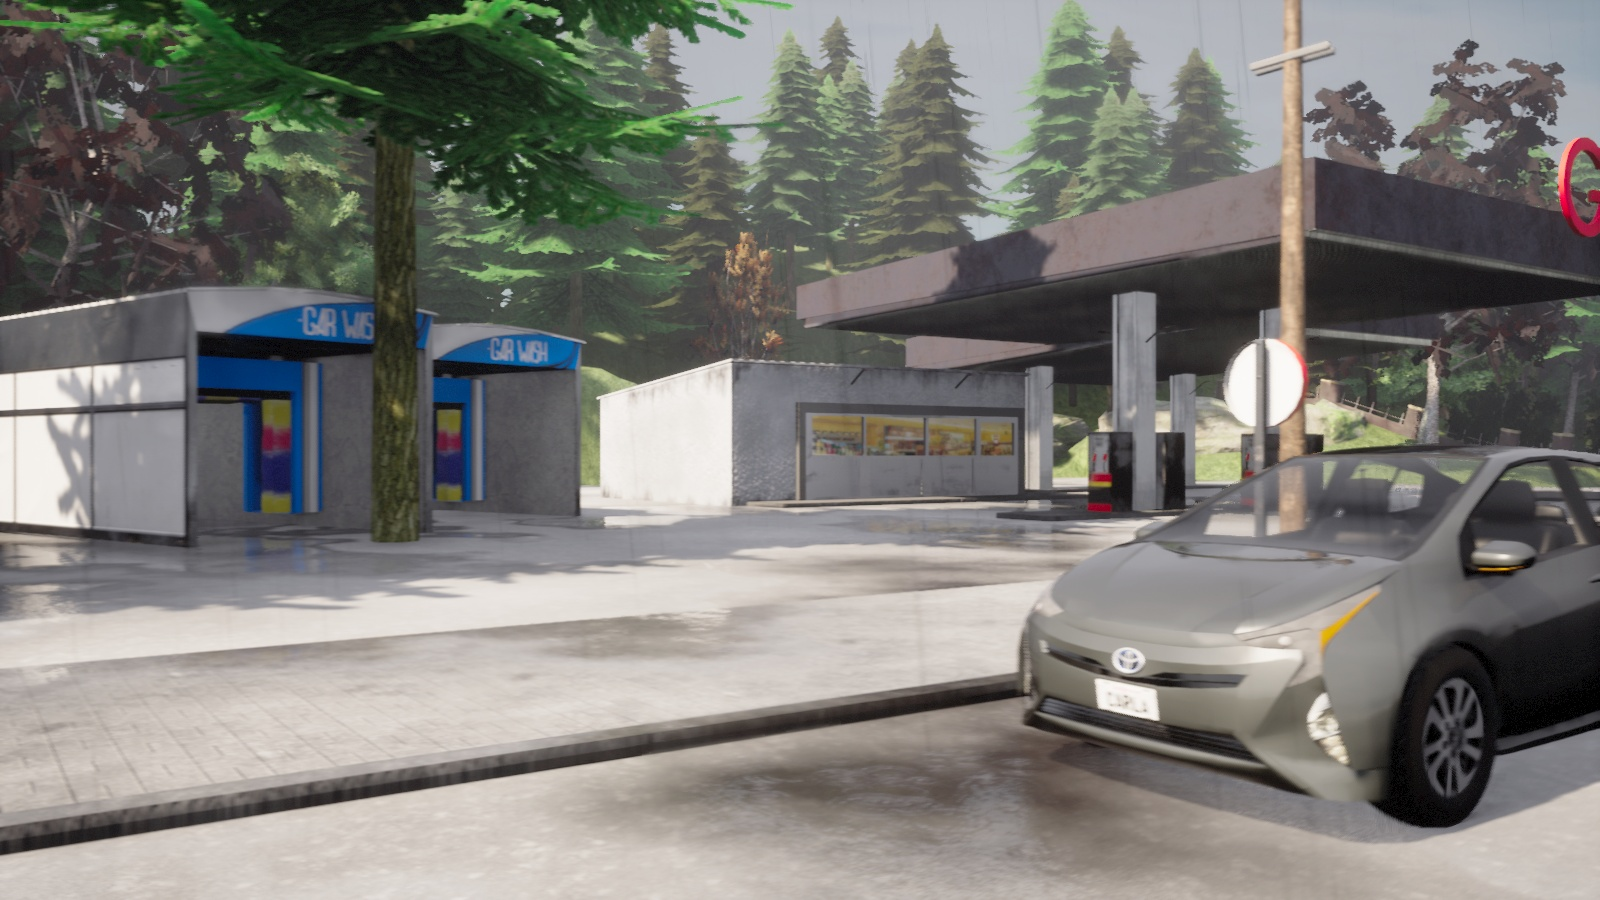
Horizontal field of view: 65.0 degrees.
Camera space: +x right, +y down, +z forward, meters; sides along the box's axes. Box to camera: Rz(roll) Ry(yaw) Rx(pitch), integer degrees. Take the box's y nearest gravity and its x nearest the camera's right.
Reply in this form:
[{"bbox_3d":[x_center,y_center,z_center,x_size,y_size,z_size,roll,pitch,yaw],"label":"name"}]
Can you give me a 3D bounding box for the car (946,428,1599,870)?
[{"bbox_3d":[3.125,0.684,6.444,4.514,1.525,2.007,0,0,-35],"label":"car"}]
